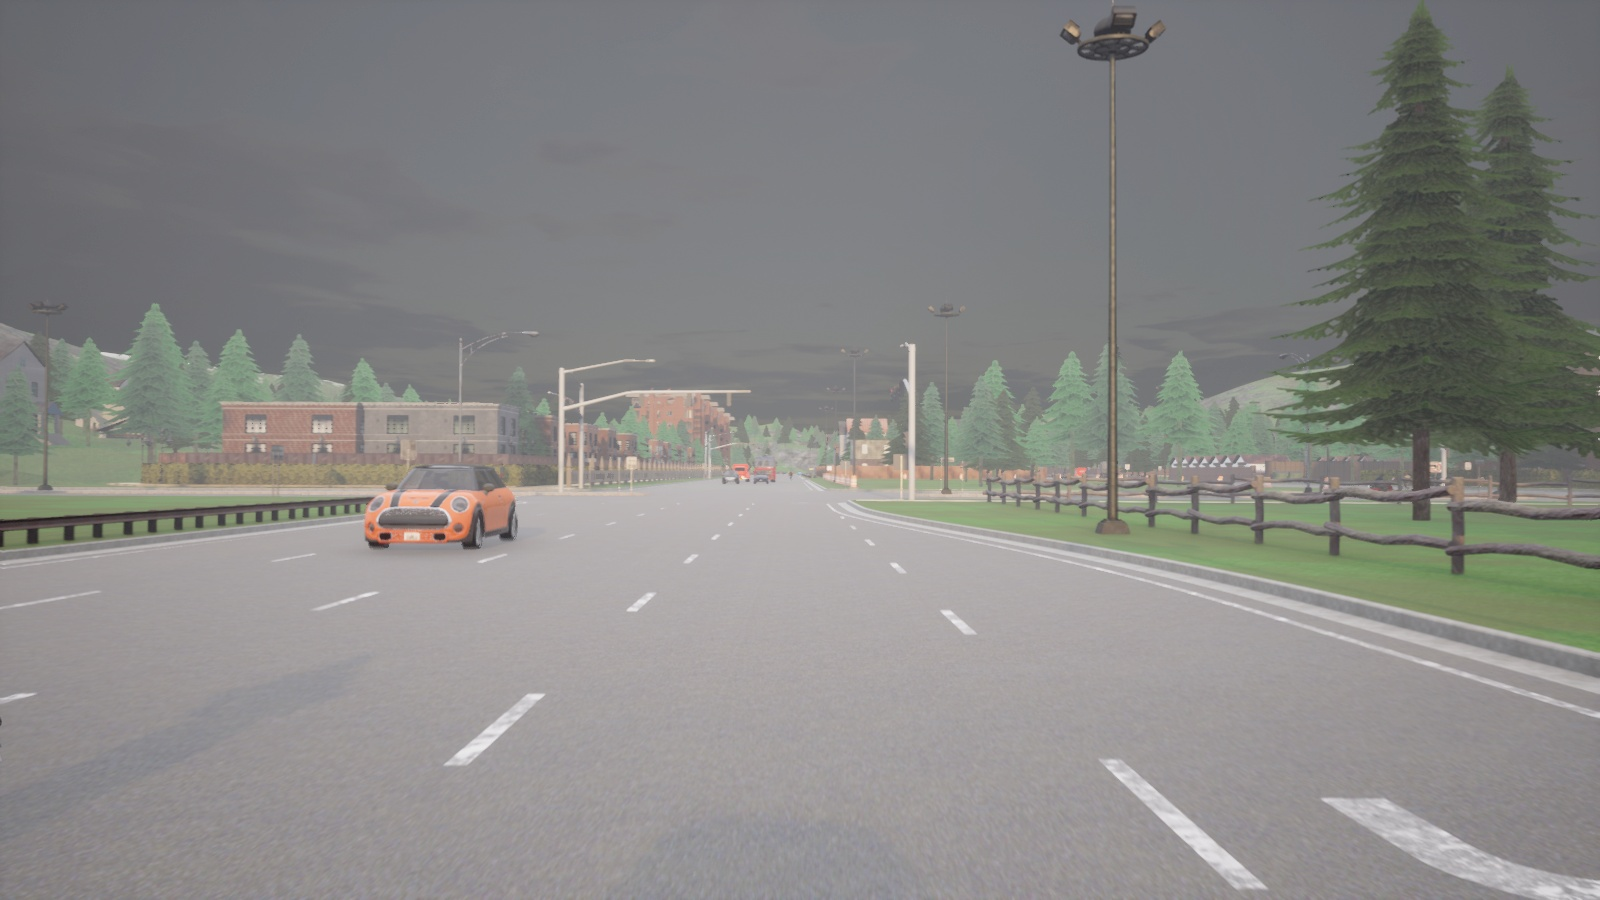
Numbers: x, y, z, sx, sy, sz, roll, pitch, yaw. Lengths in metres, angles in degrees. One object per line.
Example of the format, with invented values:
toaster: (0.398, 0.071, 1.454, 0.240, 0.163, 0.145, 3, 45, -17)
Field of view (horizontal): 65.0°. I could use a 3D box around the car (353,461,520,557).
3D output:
car: (-7.235, 1.128, 25.520, 2.097, 1.767, 4.553, 0, -1, 0)
